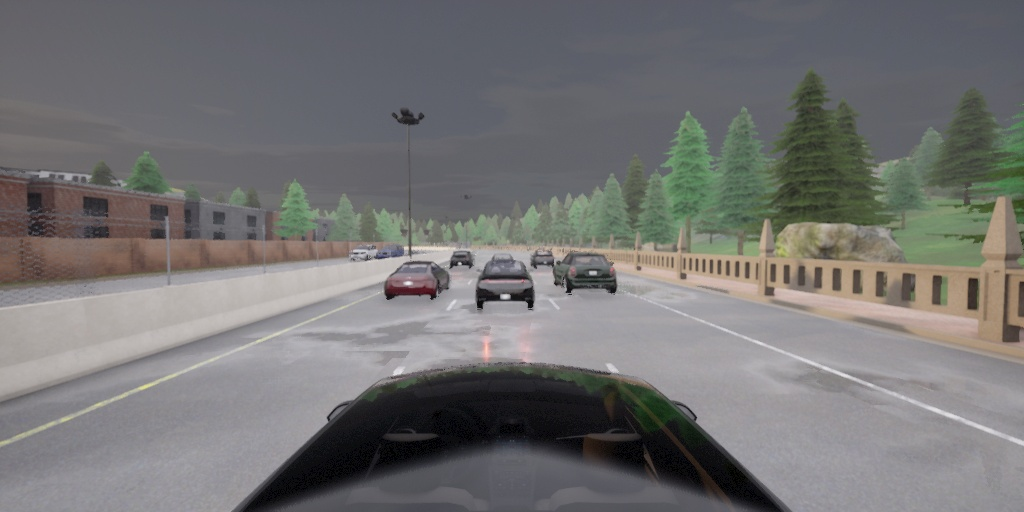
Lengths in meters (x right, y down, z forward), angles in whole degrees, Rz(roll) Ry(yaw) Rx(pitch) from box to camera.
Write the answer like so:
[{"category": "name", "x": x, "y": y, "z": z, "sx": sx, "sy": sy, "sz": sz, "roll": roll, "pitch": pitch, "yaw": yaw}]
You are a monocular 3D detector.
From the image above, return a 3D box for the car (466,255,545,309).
[{"category": "car", "x": -0.253, "y": 0.883, "z": 12.757, "sx": 2.128, "sy": 1.511, "sz": 4.902, "roll": 0, "pitch": 2, "yaw": -2}]

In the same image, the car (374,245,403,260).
[{"category": "car", "x": -15.497, "y": -0.427, "z": 46.192, "sx": 2.150, "sy": 2.045, "sz": 5.566, "roll": 0, "pitch": 2, "yaw": -2}]

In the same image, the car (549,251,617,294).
[{"category": "car", "x": 3.147, "y": 0.619, "z": 16.295, "sx": 2.097, "sy": 1.767, "sz": 4.553, "roll": 0, "pitch": 2, "yaw": -2}]

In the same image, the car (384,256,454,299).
[{"category": "car", "x": -3.815, "y": 0.893, "z": 14.990, "sx": 1.994, "sy": 1.385, "sz": 4.181, "roll": 0, "pitch": 2, "yaw": -2}]

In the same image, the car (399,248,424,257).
[{"category": "car", "x": -11.928, "y": 0.014, "z": 43.906, "sx": 1.895, "sy": 1.301, "sz": 4.718, "roll": 0, "pitch": 2, "yaw": -2}]

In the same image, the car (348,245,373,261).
[{"category": "car", "x": -18.997, "y": -0.416, "z": 46.193, "sx": 2.150, "sy": 2.045, "sz": 5.566, "roll": 0, "pitch": 2, "yaw": -2}]

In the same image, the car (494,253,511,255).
[{"category": "car", "x": -0.799, "y": 0.433, "z": 30.017, "sx": 1.895, "sy": 1.301, "sz": 4.718, "roll": 0, "pitch": 2, "yaw": -2}]

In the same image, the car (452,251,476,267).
[{"category": "car", "x": -4.354, "y": 0.288, "z": 31.830, "sx": 1.837, "sy": 1.490, "sz": 4.892, "roll": 0, "pitch": 2, "yaw": -2}]

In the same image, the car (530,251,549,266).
[{"category": "car", "x": 2.650, "y": 0.256, "z": 31.766, "sx": 2.128, "sy": 1.511, "sz": 4.902, "roll": 0, "pitch": 2, "yaw": -2}]
